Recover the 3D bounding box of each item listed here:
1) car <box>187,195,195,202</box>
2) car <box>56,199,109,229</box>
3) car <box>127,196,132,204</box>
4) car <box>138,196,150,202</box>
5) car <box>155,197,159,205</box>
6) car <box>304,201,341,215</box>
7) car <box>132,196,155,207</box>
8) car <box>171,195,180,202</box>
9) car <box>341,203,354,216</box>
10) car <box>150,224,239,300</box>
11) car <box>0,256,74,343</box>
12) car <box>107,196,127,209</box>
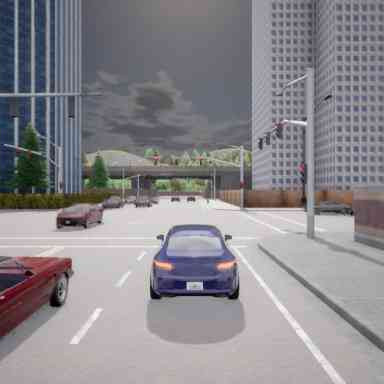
[{"bbox_3d":[-0.162,1.477,74.568,1.837,1.490,4.892,0,0,0],"label":"car"},{"bbox_3d":[-7.148,1.477,21.622,1.882,1.535,5.008,0,0,0],"label":"car"},{"bbox_3d":[-10.704,1.491,58.268,2.128,1.511,4.902,0,0,0],"label":"car"},{"bbox_3d":[-10.661,1.579,74.082,1.895,1.301,4.718,0,0,0],"label":"car"},{"bbox_3d":[-7.199,1.601,60.689,1.895,1.301,4.718,0,0,0],"label":"car"},{"bbox_3d":[13.557,1.564,33.508,4.181,1.385,1.994,0,0,0],"label":"car"},{"bbox_3d":[-7.203,1.352,49.879,2.097,1.767,4.553,0,0,0],"label":"car"},{"bbox_3d":[-3.662,1.501,74.560,1.812,1.442,4.674,0,0,0],"label":"car"},{"bbox_3d":[16.223,1.564,30.001,4.181,1.385,1.994,0,0,0],"label":"car"},{"bbox_3d":[0.060,1.526,8.292,1.812,1.442,4.674,0,0,0],"label":"car"},{"bbox_3d":[-3.450,1.601,5.023,1.895,1.301,4.718,0,0,0],"label":"car"},{"bbox_3d":[-10.697,1.353,45.391,2.097,1.767,4.553,0,0,0],"label":"car"}]
